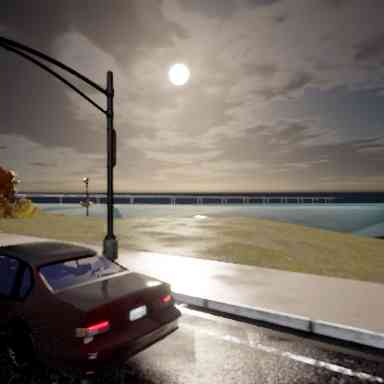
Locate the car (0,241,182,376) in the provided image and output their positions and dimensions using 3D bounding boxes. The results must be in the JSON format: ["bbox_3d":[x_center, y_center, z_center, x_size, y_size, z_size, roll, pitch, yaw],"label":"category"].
[{"bbox_3d":[-2.724,1.585,5.639,5.357,1.411,2.033,0,0,35],"label":"car"}]
